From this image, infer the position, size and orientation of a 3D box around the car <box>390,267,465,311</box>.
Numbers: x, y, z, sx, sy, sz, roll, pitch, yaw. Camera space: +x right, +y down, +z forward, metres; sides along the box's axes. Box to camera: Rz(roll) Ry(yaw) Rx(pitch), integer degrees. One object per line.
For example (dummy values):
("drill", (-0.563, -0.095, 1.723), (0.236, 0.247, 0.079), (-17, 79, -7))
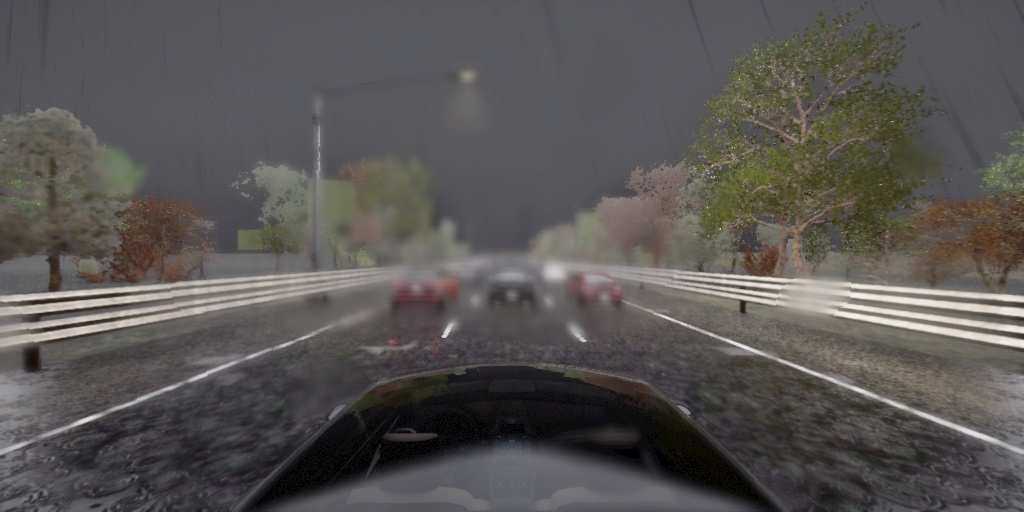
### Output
("car", (-3.476, 1.230, 15.264), (2.097, 1.767, 4.553), (0, -1, 0))

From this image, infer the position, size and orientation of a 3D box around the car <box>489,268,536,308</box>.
("car", (0.031, 1.364, 16.122), (1.882, 1.535, 5.008), (0, 0, 1))

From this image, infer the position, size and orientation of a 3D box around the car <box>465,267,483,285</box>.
("car", (-3.490, 1.562, 29.359), (2.033, 1.411, 5.357), (0, -1, 0))

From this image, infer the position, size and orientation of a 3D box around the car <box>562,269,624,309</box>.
("car", (3.527, 1.408, 15.758), (1.812, 1.442, 4.674), (0, 0, 1))

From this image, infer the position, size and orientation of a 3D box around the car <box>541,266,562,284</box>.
("car", (3.528, 1.553, 30.752), (1.812, 1.442, 4.674), (0, 0, 1))
